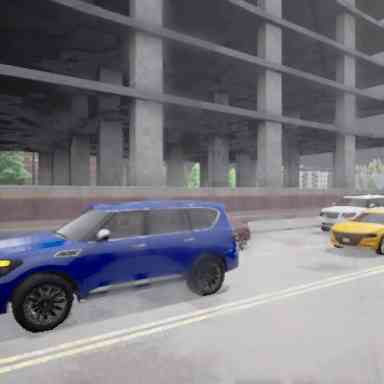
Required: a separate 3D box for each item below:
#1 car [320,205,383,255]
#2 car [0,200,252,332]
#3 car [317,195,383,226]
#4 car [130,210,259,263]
[{"bbox_3d":[7.613,1.463,13.338,5.008,1.535,1.882,0,0,-34],"label":"car"},{"bbox_3d":[-1.488,1.221,7.179,5.566,2.045,2.150,0,0,-34],"label":"car"},{"bbox_3d":[9.523,1.204,18.852,5.566,2.045,2.150,0,0,-34],"label":"car"},{"bbox_3d":[0.218,1.518,12.558,4.674,1.442,1.812,0,0,-34],"label":"car"}]
